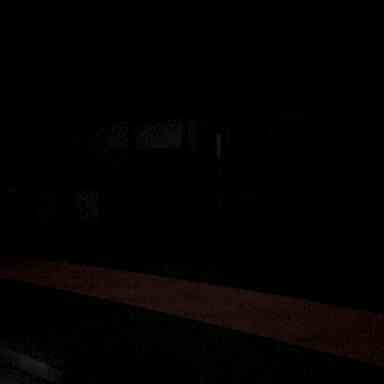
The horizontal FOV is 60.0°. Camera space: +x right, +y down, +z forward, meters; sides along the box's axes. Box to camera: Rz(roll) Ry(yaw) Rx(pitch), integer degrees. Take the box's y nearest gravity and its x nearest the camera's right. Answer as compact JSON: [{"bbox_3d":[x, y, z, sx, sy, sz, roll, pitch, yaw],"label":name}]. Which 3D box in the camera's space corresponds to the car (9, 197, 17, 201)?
[{"bbox_3d":[-16.815,1.045,34.786,2.150,2.045,5.566,0,0,23],"label":"car"}]
